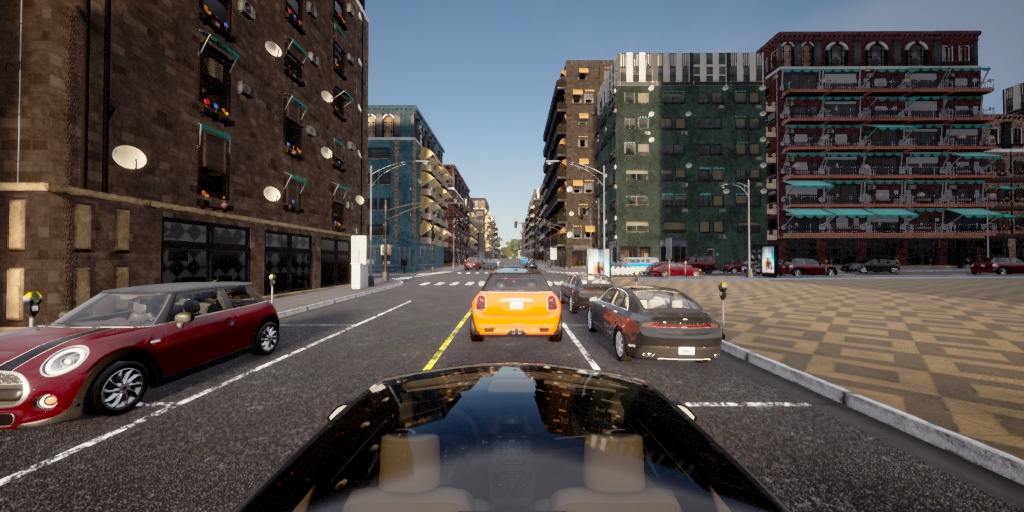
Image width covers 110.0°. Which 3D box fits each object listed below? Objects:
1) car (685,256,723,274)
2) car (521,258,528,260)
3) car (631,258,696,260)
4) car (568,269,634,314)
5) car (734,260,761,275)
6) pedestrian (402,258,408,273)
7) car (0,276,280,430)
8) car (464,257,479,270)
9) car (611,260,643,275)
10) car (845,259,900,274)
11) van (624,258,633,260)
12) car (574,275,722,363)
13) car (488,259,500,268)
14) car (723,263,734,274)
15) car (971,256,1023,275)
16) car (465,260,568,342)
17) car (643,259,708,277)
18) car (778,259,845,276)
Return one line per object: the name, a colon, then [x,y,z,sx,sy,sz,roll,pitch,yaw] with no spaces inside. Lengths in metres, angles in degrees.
car: [19.305,0.977,38.518,5.009,1.841,2.192,0,0,0]
car: [2.701,1.334,51.747,1.948,1.339,4.313,0,0,0]
car: [15.218,1.203,35.971,5.357,1.411,2.033,0,-1,0]
car: [2.823,1.304,13.555,2.007,1.370,4.403,0,0,0]
car: [25.597,1.067,35.893,4.902,1.511,2.128,0,-1,1]
pedestrian: [-12.521,1.097,41.715,0.375,1.860,0.375,0,0,0]
car: [-5.819,1.191,5.751,1.967,1.591,4.097,0,0,0]
car: [-5.679,1.083,51.789,2.192,1.841,5.009,0,0,0]
car: [10.155,1.246,32.728,4.718,1.301,1.895,0,-1,2]
car: [35.717,1.005,35.808,4.892,1.490,1.837,0,-1,1]
van: [13.777,1.046,38.559,3.998,1.789,1.690,0,0,0]
car: [2.822,1.302,7.985,2.007,1.370,4.403,0,0,0]
car: [-3.062,1.300,62.779,1.812,1.442,4.674,0,1,0]
car: [24.833,1.165,38.478,4.507,1.381,1.888,0,0,0]
car: [41.350,0.811,29.975,4.097,1.591,1.967,0,0,0]
car: [0.099,1.104,9.965,2.097,1.767,4.553,0,0,0]
car: [13.713,1.162,30.179,4.207,1.307,1.802,0,0,0]
car: [24.769,0.935,30.098,4.097,1.591,1.967,0,0,0]
